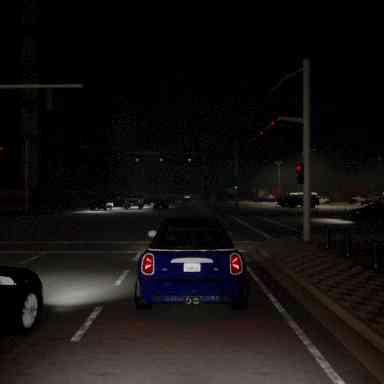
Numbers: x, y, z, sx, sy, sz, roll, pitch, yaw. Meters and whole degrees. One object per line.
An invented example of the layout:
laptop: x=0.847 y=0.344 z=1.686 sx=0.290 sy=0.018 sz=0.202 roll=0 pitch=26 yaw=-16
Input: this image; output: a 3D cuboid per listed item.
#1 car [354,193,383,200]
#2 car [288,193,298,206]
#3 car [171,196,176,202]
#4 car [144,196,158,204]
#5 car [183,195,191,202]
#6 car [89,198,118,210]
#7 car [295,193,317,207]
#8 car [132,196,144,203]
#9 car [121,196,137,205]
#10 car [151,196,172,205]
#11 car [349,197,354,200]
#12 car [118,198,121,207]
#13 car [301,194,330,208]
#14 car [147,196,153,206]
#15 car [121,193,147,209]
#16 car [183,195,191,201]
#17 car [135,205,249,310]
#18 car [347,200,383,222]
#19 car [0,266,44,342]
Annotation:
car: x=35.852 y=1.208 z=66.883 sx=4.605 sy=1.855 sz=1.932 roll=0 pitch=0 yaw=0
car: x=20.811 y=1.208 z=61.275 sx=4.605 sy=1.855 sz=1.932 roll=0 pitch=0 yaw=0
car: x=-4.601 y=1.540 z=74.170 sx=2.033 sy=1.411 sz=5.357 roll=0 pitch=0 yaw=-1
car: x=-8.052 y=1.491 z=65.979 sx=2.128 sy=1.511 sz=4.902 roll=0 pitch=0 yaw=0
car: x=-1.093 y=1.595 z=72.458 sx=1.895 sy=1.301 sz=4.718 roll=0 pitch=0 yaw=-1
car: x=-11.355 y=1.547 z=42.120 sx=2.033 sy=1.411 sz=5.357 roll=0 pitch=0 yaw=0
car: x=20.872 y=1.419 z=58.592 sx=3.905 sy=1.438 sz=1.784 roll=0 pitch=0 yaw=0
car: x=-11.579 y=1.590 z=71.162 sx=1.895 sy=1.301 sz=4.718 roll=0 pitch=0 yaw=-1
car: x=-11.534 y=1.477 z=61.186 sx=1.882 sy=1.535 sz=5.008 roll=0 pitch=0 yaw=0
car: x=-4.169 y=1.600 z=46.047 sx=1.895 sy=1.301 sz=4.718 roll=0 pitch=0 yaw=-1
car: x=35.905 y=1.419 z=69.779 sx=3.905 sy=1.438 sz=1.784 roll=0 pitch=0 yaw=0
car: x=-11.458 y=1.601 z=51.708 sx=1.895 sy=1.301 sz=4.718 roll=0 pitch=0 yaw=0
car: x=20.882 y=1.451 z=55.697 sx=3.806 sy=1.475 sz=1.970 roll=0 pitch=0 yaw=0
car: x=-7.993 y=1.600 z=55.820 sx=1.895 sy=1.301 sz=4.718 roll=0 pitch=0 yaw=0
car: x=-7.904 y=1.221 z=45.793 sx=2.150 sy=2.045 sz=5.566 roll=0 pitch=0 yaw=-3
car: x=-1.201 y=1.386 z=82.526 sx=1.812 sy=1.442 sz=4.674 roll=0 pitch=0 yaw=-1
car: x=-0.021 y=1.352 z=7.998 sx=2.097 sy=1.767 sz=4.553 roll=0 pitch=0 yaw=-1
car: x=15.023 y=1.581 z=26.702 sx=4.674 sy=1.442 sz=1.812 roll=0 pitch=0 yaw=-1
car: x=-3.488 y=1.505 z=3.833 sx=1.837 sy=1.490 sz=4.892 roll=0 pitch=0 yaw=0
